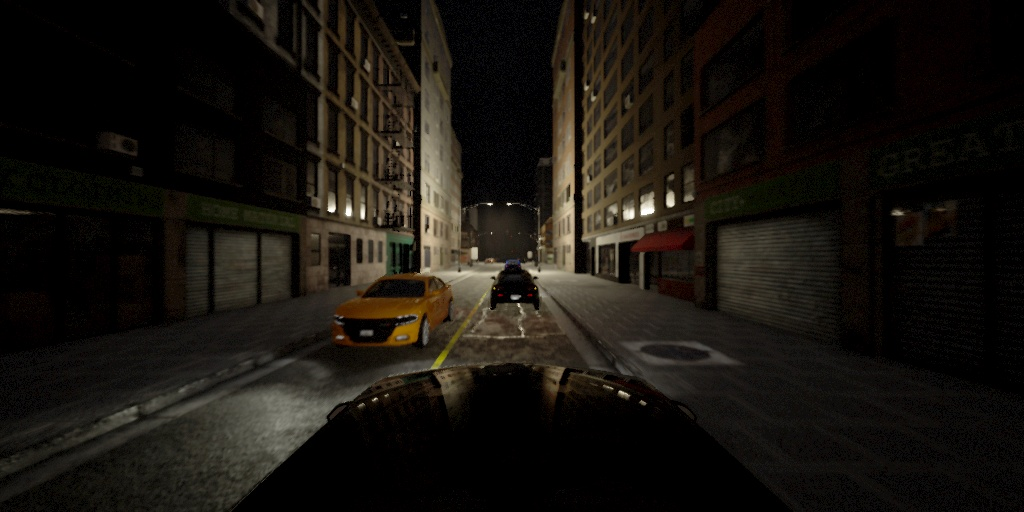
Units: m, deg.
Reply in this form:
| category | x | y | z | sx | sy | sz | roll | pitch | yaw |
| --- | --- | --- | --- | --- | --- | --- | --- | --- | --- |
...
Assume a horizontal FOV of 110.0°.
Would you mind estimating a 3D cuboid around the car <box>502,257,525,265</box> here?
| category | x | y | z | sx | sy | sz | roll | pitch | yaw |
| --- | --- | --- | --- | --- | --- | --- | --- | --- | --- |
| car | 0.111 | 1.192 | 39.765 | 1.882 | 1.535 | 5.008 | 0 | 0 | 0 |

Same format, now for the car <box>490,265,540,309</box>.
| category | x | y | z | sx | sy | sz | roll | pitch | yaw |
| --- | --- | --- | --- | --- | --- | --- | --- | --- | --- |
| car | 0.104 | 1.255 | 14.709 | 1.812 | 1.442 | 4.674 | 0 | 0 | 0 |

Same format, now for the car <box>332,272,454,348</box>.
| category | x | y | z | sx | sy | sz | roll | pitch | yaw |
| --- | --- | --- | --- | --- | --- | --- | --- | --- | --- |
| car | -2.771 | 1.215 | 9.395 | 1.882 | 1.535 | 5.008 | 0 | 0 | 1 |
